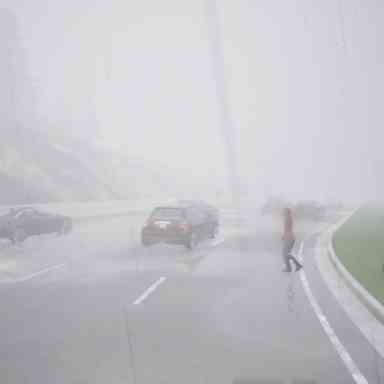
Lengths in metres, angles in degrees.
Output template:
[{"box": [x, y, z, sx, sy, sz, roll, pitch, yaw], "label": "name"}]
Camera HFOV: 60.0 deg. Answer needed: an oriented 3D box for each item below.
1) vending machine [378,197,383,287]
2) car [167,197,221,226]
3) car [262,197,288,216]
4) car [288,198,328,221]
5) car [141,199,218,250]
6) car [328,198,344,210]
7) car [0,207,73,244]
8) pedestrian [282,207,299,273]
[{"box": [5.034, 1.174, 7.667, 1.100, 2.100, 0.880, 0, 0, 14], "label": "vending machine"}, {"box": [0.266, 1.283, 24.077, 2.097, 1.767, 4.553, 0, 0, 26], "label": "car"}, {"box": [8.244, 1.265, 31.599, 2.097, 1.767, 4.553, 0, 0, 29], "label": "car"}, {"box": [9.334, 1.431, 26.497, 1.837, 1.490, 4.892, 0, 0, 30], "label": "car"}, {"box": [-0.346, 1.310, 14.481, 2.097, 1.767, 4.553, 0, 0, 20], "label": "car"}, {"box": [17.536, 1.412, 41.309, 1.812, 1.442, 4.674, 0, 0, 31], "label": "car"}, {"box": [-7.658, 1.445, 15.569, 2.128, 1.511, 4.902, 0, 0, 18], "label": "car"}, {"box": [2.635, 1.268, 9.085, 0.375, 1.860, 0.375, 0, 0, 15], "label": "pedestrian"}]
